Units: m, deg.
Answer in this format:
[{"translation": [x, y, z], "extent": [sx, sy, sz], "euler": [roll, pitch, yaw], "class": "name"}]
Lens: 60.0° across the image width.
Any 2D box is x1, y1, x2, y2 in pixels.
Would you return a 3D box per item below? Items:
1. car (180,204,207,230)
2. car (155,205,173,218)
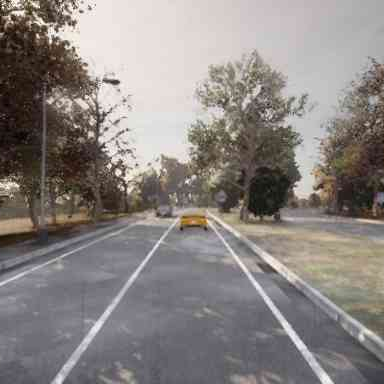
[{"translation": [0.106, 1.944, 25.003], "extent": [1.882, 1.535, 5.008], "euler": [0, -1, 0], "class": "car"}, {"translation": [-3.323, 2.377, 40.359], "extent": [2.128, 1.511, 4.902], "euler": [0, -2, 0], "class": "car"}]
